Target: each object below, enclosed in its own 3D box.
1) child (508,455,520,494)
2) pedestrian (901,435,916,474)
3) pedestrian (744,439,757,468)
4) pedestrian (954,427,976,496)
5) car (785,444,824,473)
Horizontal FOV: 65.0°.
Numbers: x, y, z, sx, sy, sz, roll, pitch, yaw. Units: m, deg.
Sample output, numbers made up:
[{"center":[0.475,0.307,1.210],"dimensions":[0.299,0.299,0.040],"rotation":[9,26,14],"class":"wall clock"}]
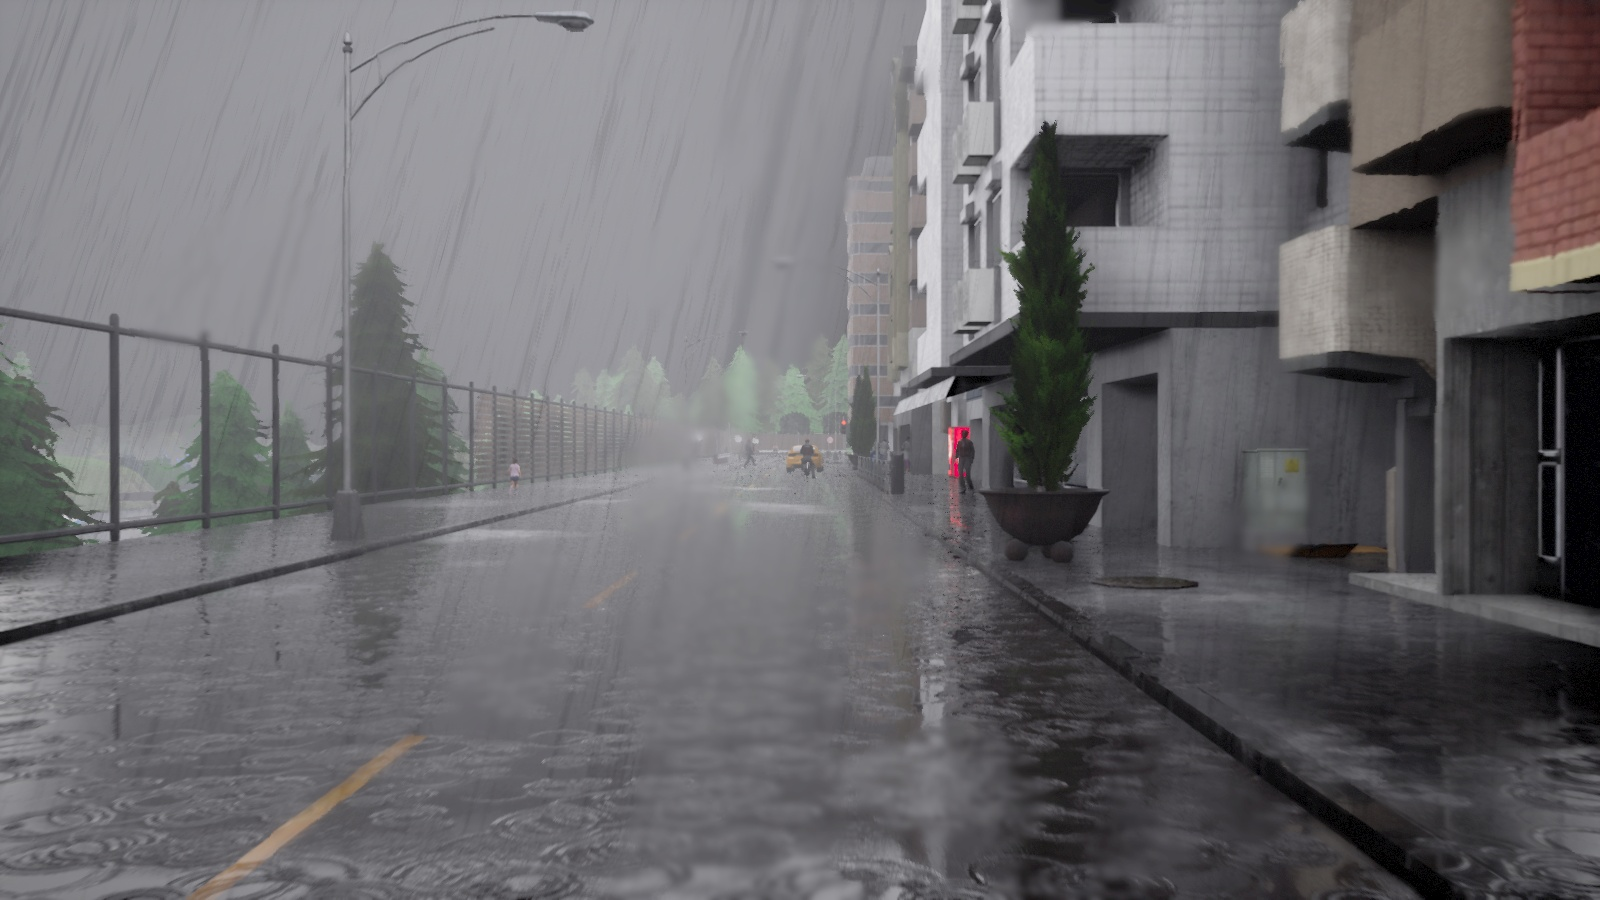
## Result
[{"center":[-8.161,0.685,35.830],"dimensions":[0.255,1.110,0.394],"rotation":[0,0,1],"class":"child"},{"center":[5.480,0.204,63.483],"dimensions":[0.659,1.952,0.873],"rotation":[0,0,-3],"class":"pedestrian"},{"center":[-3.195,0.218,80.882],"dimensions":[0.694,1.848,0.540],"rotation":[0,0,-18],"class":"pedestrian"},{"center":[4.660,0.317,35.521],"dimensions":[0.402,1.930,0.666],"rotation":[0,0,28],"class":"pedestrian"},{"center":[0.297,0.442,69.794],"dimensions":[1.882,1.535,5.008],"rotation":[0,0,3],"class":"car"}]
